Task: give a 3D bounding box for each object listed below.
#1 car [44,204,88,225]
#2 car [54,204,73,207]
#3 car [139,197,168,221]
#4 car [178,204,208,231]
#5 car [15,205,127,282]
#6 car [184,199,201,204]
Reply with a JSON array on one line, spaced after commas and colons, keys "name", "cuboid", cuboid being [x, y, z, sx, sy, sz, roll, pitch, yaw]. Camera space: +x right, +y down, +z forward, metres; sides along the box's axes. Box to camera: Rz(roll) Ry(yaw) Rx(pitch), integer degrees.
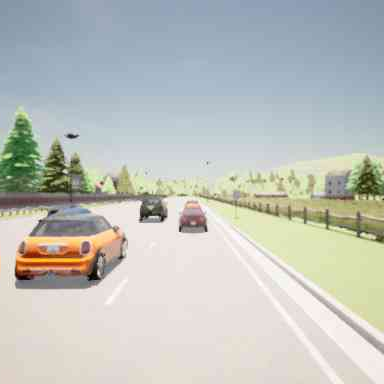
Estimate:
[{"name": "car", "cuboid": [-10.425, 1.779, 27.933, 1.837, 1.490, 4.892, 0, -1, 0]}, {"name": "car", "cuboid": [-6.917, 1.673, 19.945, 1.882, 1.535, 5.008, 0, -1, 0]}, {"name": "car", "cuboid": [-3.427, 1.513, 30.411, 2.150, 2.045, 5.566, 0, -1, 0]}, {"name": "car", "cuboid": [0.069, 1.737, 22.215, 1.812, 1.442, 4.674, 0, -1, 0]}, {"name": "car", "cuboid": [-3.408, 1.453, 10.280, 2.097, 1.767, 4.553, 0, -1, 0]}, {"name": "car", "cuboid": [0.063, 1.738, 40.720, 2.097, 1.767, 4.553, 0, -1, 0]}]
